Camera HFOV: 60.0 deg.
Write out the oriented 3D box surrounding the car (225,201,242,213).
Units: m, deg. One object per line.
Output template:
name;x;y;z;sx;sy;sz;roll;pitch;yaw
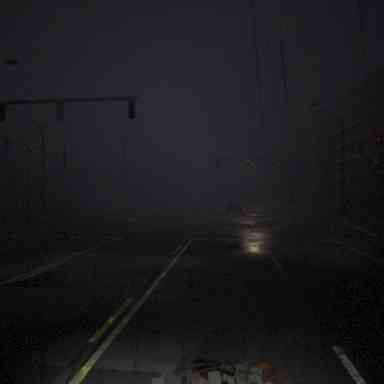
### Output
car;5.191;1.773;41.463;1.994;1.385;4.181;0;0;7
